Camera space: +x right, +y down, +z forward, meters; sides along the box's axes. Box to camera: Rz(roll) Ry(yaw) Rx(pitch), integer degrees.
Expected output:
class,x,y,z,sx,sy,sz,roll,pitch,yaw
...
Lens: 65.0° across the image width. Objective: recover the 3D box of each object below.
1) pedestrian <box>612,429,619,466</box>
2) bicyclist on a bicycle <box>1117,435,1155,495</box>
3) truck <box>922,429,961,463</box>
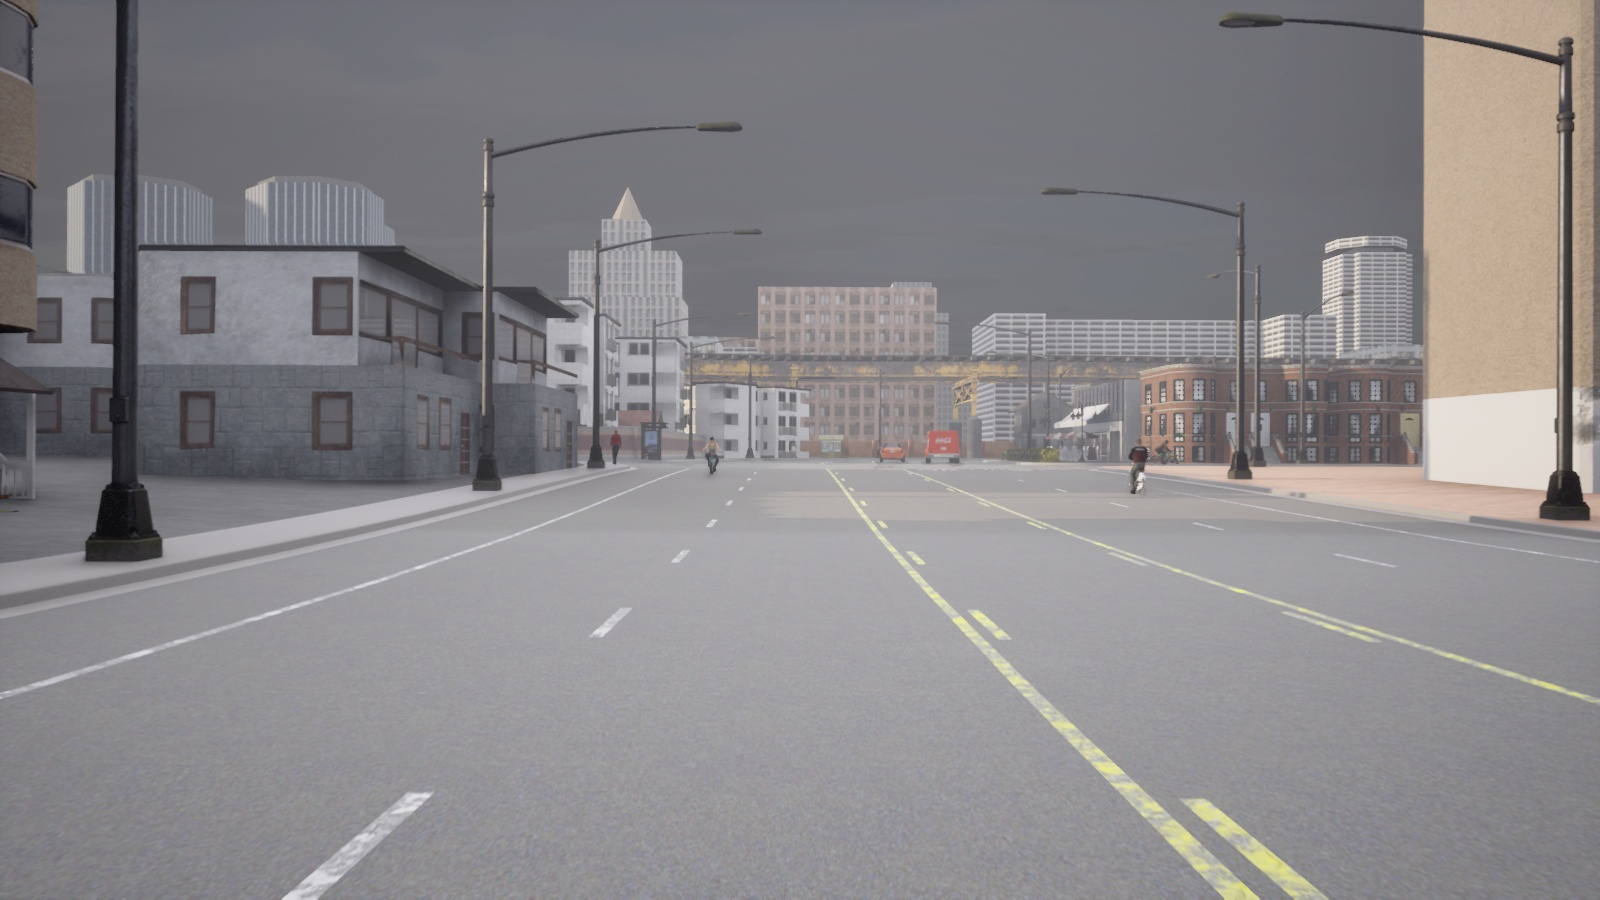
class,x,y,z,sx,sy,sz,roll,pitch,yaw
pedestrian,-9.386,-0.121,63.873,0.331,1.846,0.636,0,0,-13
bicyclist on a bicycle,10.334,0.437,38.667,0.659,1.776,1.843,0,1,0
truck,10.725,-0.302,95.534,2.627,2.467,5.204,0,0,2
